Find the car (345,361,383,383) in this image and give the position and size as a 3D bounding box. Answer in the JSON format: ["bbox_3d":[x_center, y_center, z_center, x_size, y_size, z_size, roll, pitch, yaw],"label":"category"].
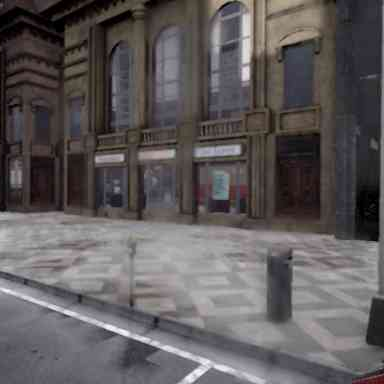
[{"bbox_3d":[2.531,1.449,1.183,4.097,1.590,1.967,1,1,35],"label":"car"}]
